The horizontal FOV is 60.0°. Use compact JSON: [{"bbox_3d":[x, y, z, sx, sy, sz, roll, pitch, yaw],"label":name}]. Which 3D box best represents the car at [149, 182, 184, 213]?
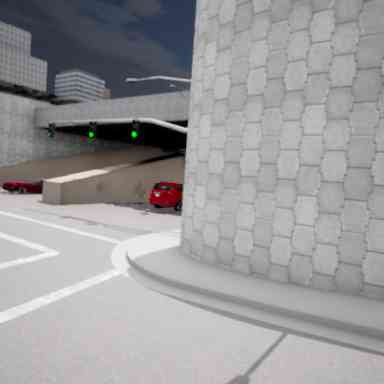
[{"bbox_3d":[-0.636,0.353,24.019,2.150,2.045,5.566,6,3,38],"label":"car"}]

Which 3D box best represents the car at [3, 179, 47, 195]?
[{"bbox_3d":[-13.622,-0.496,28.788,1.895,1.301,4.718,6,3,34],"label":"car"}]
